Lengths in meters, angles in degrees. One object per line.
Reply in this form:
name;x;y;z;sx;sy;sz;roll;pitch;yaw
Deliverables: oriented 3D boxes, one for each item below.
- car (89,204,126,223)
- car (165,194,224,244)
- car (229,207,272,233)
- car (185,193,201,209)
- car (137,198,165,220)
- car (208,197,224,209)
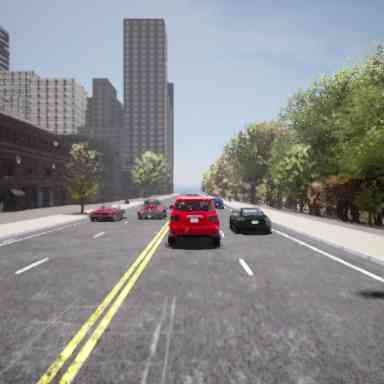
car;-6.602;1.617;26.274;1.895;1.301;4.718;0;0;0
car;0.093;1.232;15.953;2.150;2.045;5.566;0;0;0
car;3.340;1.577;19.663;1.994;1.385;4.181;0;0;0
car;0.083;1.246;46.901;2.150;2.045;5.566;0;0;0
car;-3.347;1.370;28.394;2.097;1.767;4.553;0;0;0
car;3.332;1.502;46.645;1.882;1.535;5.008;0;0;0
